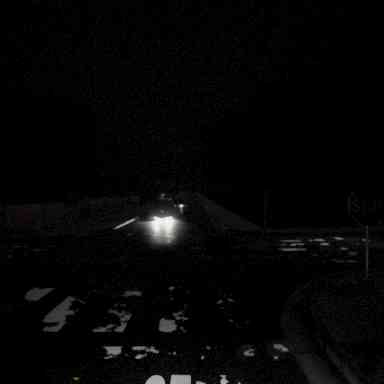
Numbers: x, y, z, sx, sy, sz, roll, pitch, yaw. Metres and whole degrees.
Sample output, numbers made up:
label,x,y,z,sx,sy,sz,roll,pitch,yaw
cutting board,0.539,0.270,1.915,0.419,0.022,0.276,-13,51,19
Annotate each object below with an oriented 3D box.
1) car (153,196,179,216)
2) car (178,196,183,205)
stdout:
label,x,y,z,sx,sy,sz,roll,pitch,yaw
car,-2.642,1.475,31.997,2.128,1.511,4.902,0,0,0
car,-2.558,1.437,57.473,1.812,1.442,4.674,0,0,0
